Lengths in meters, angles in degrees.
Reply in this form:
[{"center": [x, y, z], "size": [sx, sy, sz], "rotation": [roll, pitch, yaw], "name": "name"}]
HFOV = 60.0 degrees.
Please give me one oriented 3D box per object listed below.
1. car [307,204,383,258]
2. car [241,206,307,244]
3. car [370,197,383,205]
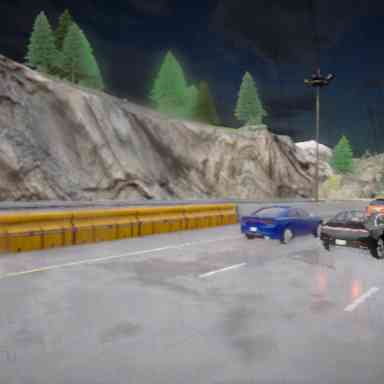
[{"center": [6.617, 1.441, 12.633], "size": [4.902, 1.511, 2.128], "rotation": [0, 1, -45], "name": "car"}, {"center": [4.267, 1.359, 15.224], "size": [5.008, 1.535, 1.882], "rotation": [0, 1, -45], "name": "car"}, {"center": [14.697, 1.285, 24.654], "size": [4.553, 1.767, 2.097], "rotation": [1, 1, -39], "name": "car"}]
